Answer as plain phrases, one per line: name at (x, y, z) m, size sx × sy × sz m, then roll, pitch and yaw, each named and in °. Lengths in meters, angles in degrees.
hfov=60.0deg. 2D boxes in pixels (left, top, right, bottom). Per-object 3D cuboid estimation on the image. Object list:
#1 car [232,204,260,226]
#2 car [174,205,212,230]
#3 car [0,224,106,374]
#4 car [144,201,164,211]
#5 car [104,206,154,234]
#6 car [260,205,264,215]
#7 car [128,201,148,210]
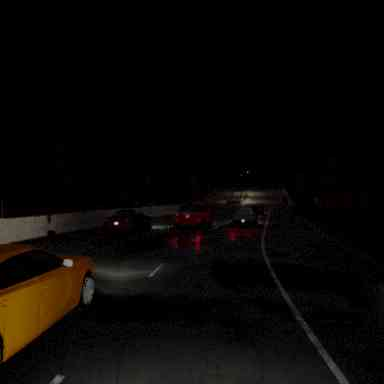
car at (4.390, 1.969, 27.306) m, size 1.812 × 1.442 × 4.674 m, roll 0°, pitch -1°, yaw 13°
car at (0.190, 1.733, 24.769) m, size 2.097 × 1.767 × 4.553 m, roll 0°, pitch -1°, yaw 13°
car at (-3.115, 1.541, 5.159) m, size 1.882 × 1.535 × 5.008 m, roll 0°, pitch -1°, yaw 4°
car at (-6.500, 2.363, 56.907) m, size 1.812 × 1.442 × 4.674 m, roll 0°, pitch -1°, yaw 14°
car at (-4.084, 1.879, 21.901) m, size 1.994 × 1.385 × 4.181 m, roll 0°, pitch -1°, yaw 13°
car at (8.701, 2.339, 44.981) m, size 1.895 × 1.301 × 4.718 m, roll 0°, pitch -1°, yaw 14°
car at (-9.537, 2.401, 59.200) m, size 1.812 × 1.442 × 4.674 m, roll 0°, pitch -1°, yaw 14°
